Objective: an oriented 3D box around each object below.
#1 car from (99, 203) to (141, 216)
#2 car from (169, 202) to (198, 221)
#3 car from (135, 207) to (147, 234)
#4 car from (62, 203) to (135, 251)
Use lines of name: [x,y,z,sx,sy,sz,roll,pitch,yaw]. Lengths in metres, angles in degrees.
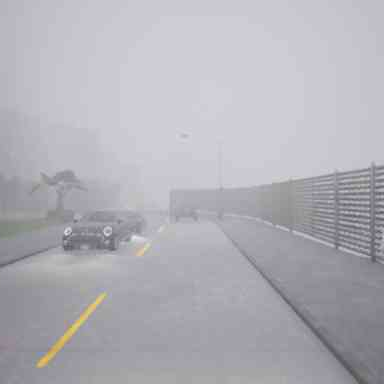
car: [-8.700,2.120,40.475,4.674,1.442,1.812,0,-1,17]
car: [-0.925,1.825,32.451,2.097,1.767,4.553,0,-1,-13]
car: [-4.063,1.905,21.244,1.994,1.385,4.181,0,-1,0]
car: [-4.142,1.574,15.098,2.097,1.767,4.553,0,-1,0]
